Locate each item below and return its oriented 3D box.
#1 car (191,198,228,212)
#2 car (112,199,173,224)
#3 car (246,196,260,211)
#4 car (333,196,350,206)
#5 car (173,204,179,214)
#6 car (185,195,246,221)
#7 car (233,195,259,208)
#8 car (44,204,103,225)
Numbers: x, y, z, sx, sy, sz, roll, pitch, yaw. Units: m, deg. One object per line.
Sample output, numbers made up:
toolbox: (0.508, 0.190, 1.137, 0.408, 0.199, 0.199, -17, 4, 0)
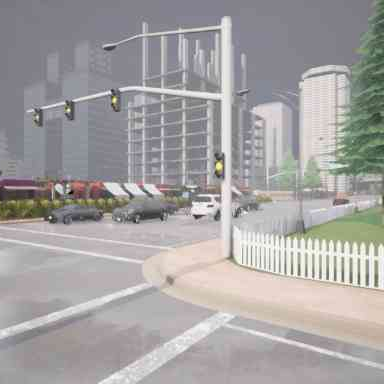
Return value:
car: (2.242, 1.547, 40.399, 2.033, 1.411, 5.357, 0, 0, 34)
car: (-3.874, 1.352, 25.127, 2.097, 1.767, 4.553, 0, 0, 34)
car: (6.715, 1.505, 40.747, 1.837, 1.490, 4.892, 0, 0, 34)
car: (24.122, 1.478, 53.636, 1.882, 1.535, 5.008, 0, 0, 34)
car: (-3.405, 1.547, 32.064, 2.033, 1.411, 5.357, 0, 0, 34)
car: (2.078, 1.221, 27.319, 2.150, 2.045, 5.566, 0, 0, 34)
car: (7.945, 1.352, 48.751, 2.097, 1.767, 4.553, 0, 0, 35)
car: (-8.588, 1.564, 24.410, 1.994, 1.385, 4.181, 0, 0, 34)
